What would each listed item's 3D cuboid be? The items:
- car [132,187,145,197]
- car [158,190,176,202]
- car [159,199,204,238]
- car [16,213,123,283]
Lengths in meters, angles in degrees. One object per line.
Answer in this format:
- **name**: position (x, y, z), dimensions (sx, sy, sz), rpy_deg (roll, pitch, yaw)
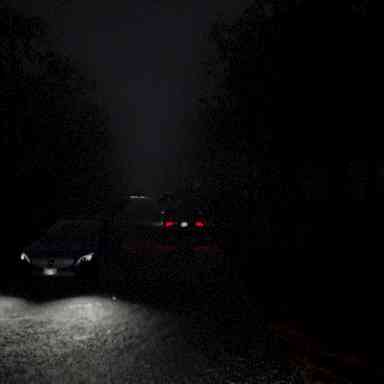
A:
- **car**: position (-8.451, -0.022, 52.215), dimensions (2.033, 1.411, 5.357), rpy_deg (1, 1, -11)
- **car**: position (-2.783, 0.530, 37.125), dimensions (1.812, 1.442, 4.674), rpy_deg (1, 2, -8)
- **car**: position (-0.487, 1.303, 16.054), dimensions (2.033, 1.411, 5.357), rpy_deg (1, 1, -4)
- **car**: position (-3.101, 1.378, 9.371), dimensions (1.812, 1.442, 4.674), rpy_deg (1, 1, -3)
